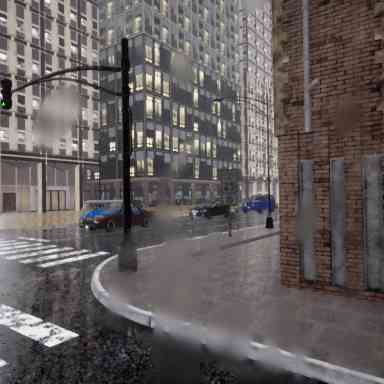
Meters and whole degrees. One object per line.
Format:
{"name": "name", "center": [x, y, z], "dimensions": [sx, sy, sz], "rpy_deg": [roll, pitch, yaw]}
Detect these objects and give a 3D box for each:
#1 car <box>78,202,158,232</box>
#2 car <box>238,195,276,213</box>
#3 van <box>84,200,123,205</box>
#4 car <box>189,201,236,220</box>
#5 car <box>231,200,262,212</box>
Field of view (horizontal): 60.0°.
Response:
{"name": "car", "center": [-4.446, 1.614, 21.115], "dimensions": [2.033, 1.411, 5.357], "rpy_deg": [-1, -1, 36]}
{"name": "car", "center": [7.727, 1.329, 38.097], "dimensions": [2.150, 2.045, 5.566], "rpy_deg": [-1, -1, 36]}
{"name": "van", "center": [-5.964, 1.460, 23.450], "dimensions": [1.690, 1.788, 3.998], "rpy_deg": [-2, -1, 36]}
{"name": "car", "center": [1.636, 1.578, 29.603], "dimensions": [2.128, 1.511, 4.902], "rpy_deg": [-1, -1, 36]}
{"name": "car", "center": [6.870, 1.689, 41.360], "dimensions": [1.752, 1.417, 4.829], "rpy_deg": [-2, -1, 36]}
